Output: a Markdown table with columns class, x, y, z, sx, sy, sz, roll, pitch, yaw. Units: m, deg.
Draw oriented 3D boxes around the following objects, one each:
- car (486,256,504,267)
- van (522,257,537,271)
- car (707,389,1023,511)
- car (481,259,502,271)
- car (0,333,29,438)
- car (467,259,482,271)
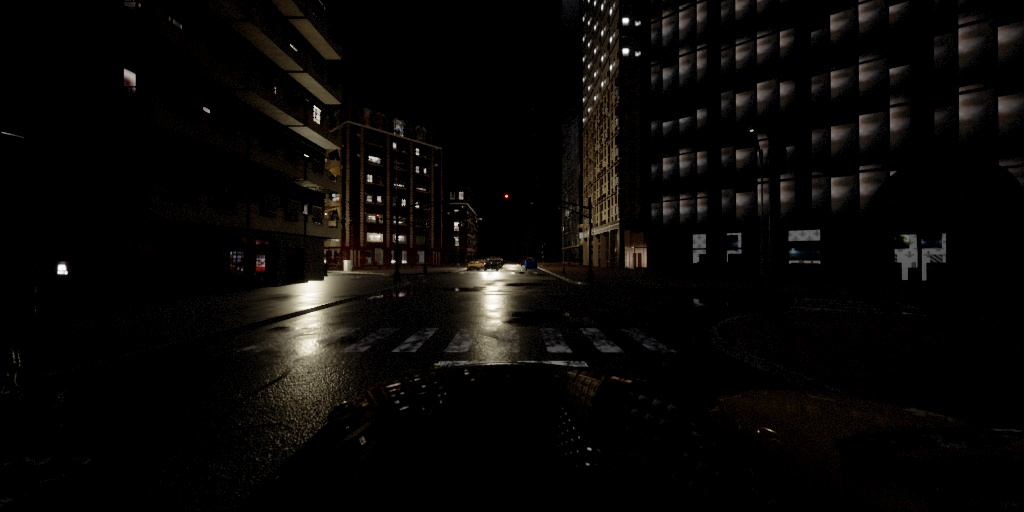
| class | x | y | z | sx | sy | sz | roll | pitch | yaw |
| --- | --- | --- | --- | --- | --- | --- | --- | --- | --- |
| car | -2.784 | 1.036 | 59.146 | 2.150 | 2.045 | 5.566 | 0 | 0 | 0 |
| van | 2.609 | 1.136 | 50.060 | 1.690 | 1.789 | 3.998 | 0 | 0 | 0 |
| car | 2.563 | 1.275 | 1.237 | 1.751 | 1.417 | 4.829 | 0 | 0 | 0 |
| car | -2.804 | 1.394 | 49.222 | 1.895 | 1.301 | 4.718 | 0 | 0 | 0 |
| car | -5.318 | 1.064 | 1.069 | 2.192 | 1.841 | 5.009 | 0 | 0 | 0 |
| car | -5.271 | 1.320 | 49.898 | 1.751 | 1.417 | 4.829 | 0 | 0 | 0 |
